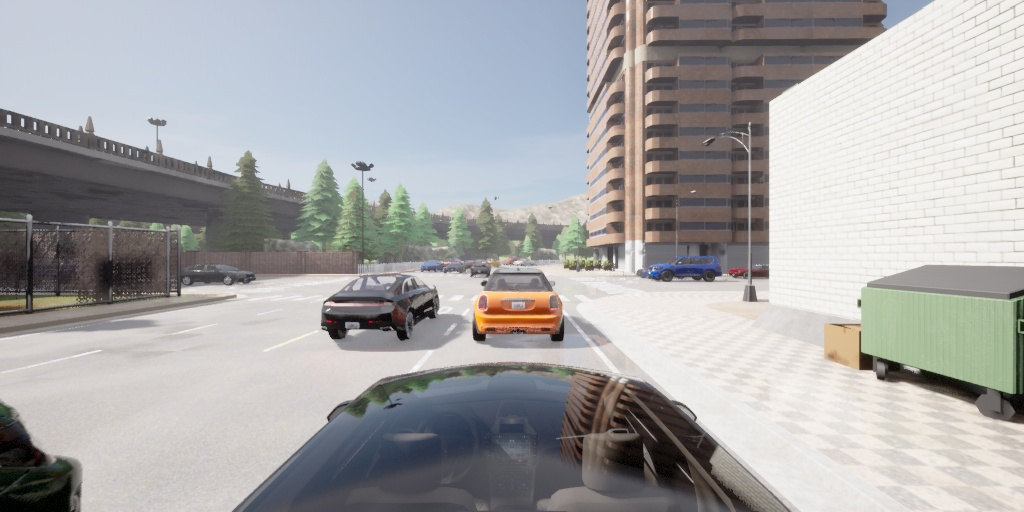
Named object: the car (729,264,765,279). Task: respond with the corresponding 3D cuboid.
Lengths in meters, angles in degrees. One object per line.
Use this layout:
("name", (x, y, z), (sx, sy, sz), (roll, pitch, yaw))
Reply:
("car", (22.288, 1.406, 32.462), (4.718, 1.301, 1.895), (0, 0, 1))

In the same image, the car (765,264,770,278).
("car", (23.606, 1.331, 28.936), (4.674, 1.442, 1.812), (0, 0, 1))

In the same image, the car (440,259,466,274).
("car", (-6.587, 1.314, 41.659), (1.994, 1.385, 4.181), (0, 0, 2))

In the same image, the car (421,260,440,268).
("car", (-9.937, 1.228, 44.844), (1.882, 1.535, 5.008), (0, 0, 3))

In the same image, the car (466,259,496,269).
("car", (-3.047, 1.271, 36.200), (2.128, 1.511, 4.902), (0, 0, 1))

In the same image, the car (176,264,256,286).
("car", (-21.193, 1.310, 25.788), (4.892, 1.490, 1.837), (0, 0, 1))

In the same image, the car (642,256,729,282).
("car", (13.926, 1.028, 29.065), (5.566, 2.045, 2.150), (0, 0, 1))

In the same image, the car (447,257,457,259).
("car", (-9.139, 1.102, 53.828), (2.097, 1.767, 4.553), (0, 0, 11))

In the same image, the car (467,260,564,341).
("car", (0.167, 1.102, 10.004), (2.097, 1.767, 4.553), (0, 0, 1))

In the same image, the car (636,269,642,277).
("car", (13.529, 1.369, 32.586), (4.181, 1.385, 1.994), (0, 0, -1))

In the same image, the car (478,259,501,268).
("car", (-3.731, 1.228, 60.521), (1.882, 1.535, 5.008), (0, 0, 24))

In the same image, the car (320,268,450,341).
("car", (-3.320, 1.241, 9.940), (2.128, 1.511, 4.902), (0, 0, 1))

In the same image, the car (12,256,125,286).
("car", (-31.880, 1.027, 25.915), (5.566, 2.045, 2.150), (0, 0, 1))
